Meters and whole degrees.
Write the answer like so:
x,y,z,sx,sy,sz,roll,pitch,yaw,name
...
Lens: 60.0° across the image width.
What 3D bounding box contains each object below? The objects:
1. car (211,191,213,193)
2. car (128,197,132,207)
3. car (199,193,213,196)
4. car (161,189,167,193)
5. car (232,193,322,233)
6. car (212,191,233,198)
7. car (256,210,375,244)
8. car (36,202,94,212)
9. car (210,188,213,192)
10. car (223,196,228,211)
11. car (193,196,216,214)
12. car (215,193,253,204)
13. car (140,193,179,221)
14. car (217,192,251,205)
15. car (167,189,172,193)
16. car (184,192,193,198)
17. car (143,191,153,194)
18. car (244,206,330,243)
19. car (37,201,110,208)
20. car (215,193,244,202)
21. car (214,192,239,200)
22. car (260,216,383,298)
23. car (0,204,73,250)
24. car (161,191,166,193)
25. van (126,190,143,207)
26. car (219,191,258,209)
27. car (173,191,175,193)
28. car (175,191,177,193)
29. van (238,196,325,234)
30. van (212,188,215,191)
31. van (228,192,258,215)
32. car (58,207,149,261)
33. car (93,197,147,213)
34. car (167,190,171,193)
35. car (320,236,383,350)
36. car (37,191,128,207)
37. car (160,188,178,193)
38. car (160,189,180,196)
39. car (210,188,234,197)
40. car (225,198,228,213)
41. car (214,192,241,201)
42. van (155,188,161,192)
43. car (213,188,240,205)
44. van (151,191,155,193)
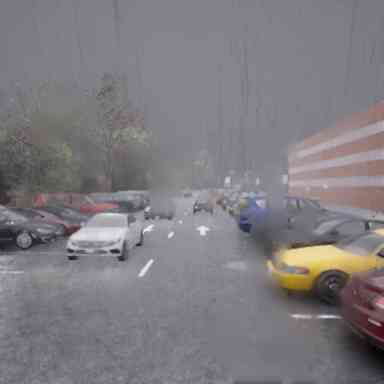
x,y,z,sx,sy,sz,roll,pitch,yaw,name
5.967,0.909,52.624,5.366,1.575,1.946,0,1,2,car
-7.367,1.382,24.619,5.008,1.535,2.097,0,0,2,car
1.540,1.116,45.678,1.994,1.385,4.181,0,1,2,car
-6.540,0.785,50.021,4.553,1.767,2.185,0,1,2,car
4.946,1.215,15.886,5.566,2.045,2.435,0,0,2,car
6.916,0.499,75.208,4.674,1.452,2.002,0,1,2,car
4.732,1.478,10.240,5.008,1.535,2.097,0,0,2,car
-7.629,1.434,16.141,4.792,1.488,2.163,0,0,2,car
6.824,0.518,72.381,5.008,1.535,2.097,0,1,2,car
5.395,1.402,30.029,4.674,1.452,2.002,0,1,2,car
1.109,1.406,32.964,1.895,1.301,4.718,0,1,2,car
6.243,0.967,49.787,5.366,1.575,1.946,0,1,2,car
-2.468,1.258,26.593,2.097,1.767,4.553,0,1,2,car
5.932,0.900,46.969,4.553,1.767,2.185,0,1,2,car
-6.324,0.799,55.666,5.008,1.535,2.097,0,1,2,car
-0.834,0.564,72.901,1.895,1.301,4.718,0,1,2,car
-6.956,1.065,35.912,4.553,1.767,2.185,0,1,2,car
4.817,1.472,13.063,5.008,1.535,2.097,0,0,2,car
-7.534,1.428,18.963,4.792,1.488,2.163,0,0,2,car
6.250,0.897,55.441,4.674,1.452,2.002,0,1,2,car
6.530,0.729,63.912,4.674,1.452,2.002,0,1,2,car
4.447,1.481,7.421,5.366,1.575,1.946,0,0,2,car
-7.757,1.411,13.445,4.892,1.521,2.231,0,0,2,car
-6.610,0.967,47.202,5.008,1.535,2.097,0,1,2,car
-7.055,1.075,30.388,4.442,1.987,1.878,0,1,2,van
5.551,1.124,35.674,4.553,1.767,2.185,0,1,2,car
-6.121,0.684,61.433,5.008,1.535,2.097,0,1,2,car
-6.026,0.628,64.254,5.008,1.535,2.097,0,1,2,car
4.896,1.234,18.715,4.442,1.987,1.878,0,0,2,van
6.227,0.575,58.264,4.442,1.987,1.878,0,1,2,van
5.082,1.218,24.242,4.442,1.987,1.878,0,0,2,van
-2.971,1.482,12.297,1.812,1.442,4.674,0,0,2,car
-7.111,1.274,33.222,4.792,1.488,2.163,0,1,2,car
-6.410,0.855,52.844,5.008,1.535,2.097,0,1,2,car
4.534,1.531,4.591,4.674,1.452,2.002,0,0,2,car
-7.439,1.141,21.784,5.566,2.045,2.435,0,0,2,car
-5.932,0.573,67.076,4.892,1.521,2.231,0,1,2,car
-5.401,0.145,81.188,4.553,1.767,2.185,0,1,2,car
7.038,0.148,78.023,5.566,2.045,2.435,0,1,2,car
5.294,1.453,27.197,4.674,1.452,2.002,0,1,2,car
6.467,0.775,61.087,4.792,1.488,2.163,0,1,2,car
-6.810,0.794,44.506,4.442,1.987,1.878,0,1,2,van
5.745,0.886,41.319,5.566,2.045,2.435,0,1,2,car
-7.004,0.906,38.860,4.442,1.987,1.878,0,1,2,van
